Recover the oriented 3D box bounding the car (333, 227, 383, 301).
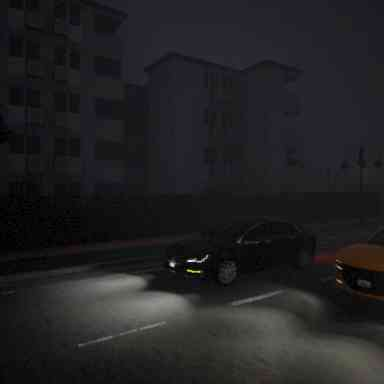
[{"bbox_3d":[5.287,1.439,7.713,5.008,1.535,1.882,0,0,-35],"label":"car"}]

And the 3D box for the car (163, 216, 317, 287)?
[{"bbox_3d":[1.515,1.476,9.337,4.892,1.490,1.837,0,0,-35],"label":"car"}]
